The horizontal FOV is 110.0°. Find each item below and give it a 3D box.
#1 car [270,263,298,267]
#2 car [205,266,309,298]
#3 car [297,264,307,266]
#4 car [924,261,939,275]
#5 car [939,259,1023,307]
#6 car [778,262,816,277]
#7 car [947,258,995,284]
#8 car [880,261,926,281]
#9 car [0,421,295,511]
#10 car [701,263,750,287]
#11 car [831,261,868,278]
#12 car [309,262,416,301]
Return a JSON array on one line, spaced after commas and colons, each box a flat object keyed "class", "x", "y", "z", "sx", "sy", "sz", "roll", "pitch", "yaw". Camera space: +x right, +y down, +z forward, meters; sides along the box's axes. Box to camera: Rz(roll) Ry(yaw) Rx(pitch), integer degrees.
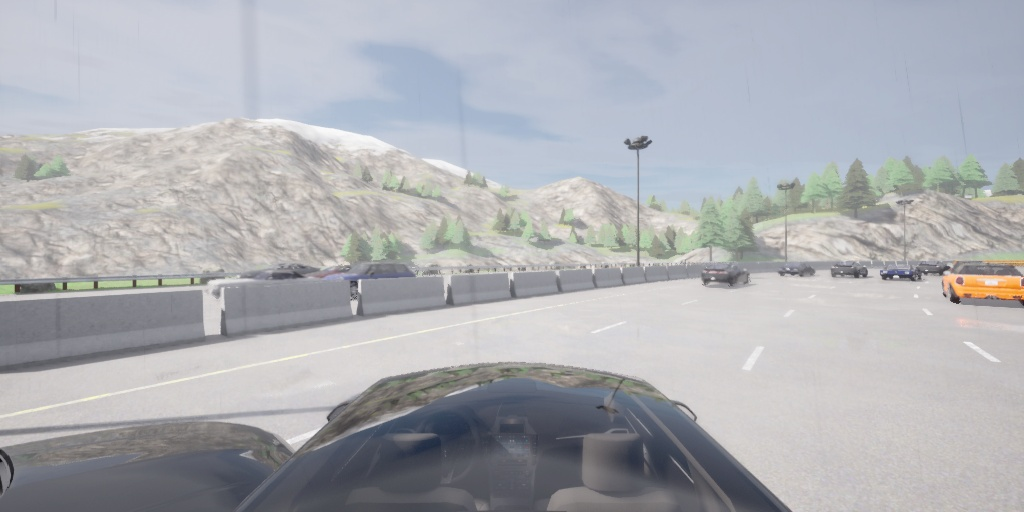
[{"class": "car", "x": -15.314, "y": 1.241, "z": 23.941, "sx": 2.128, "sy": 1.511, "sz": 4.902, "roll": 0, "pitch": 0, "yaw": 41}, {"class": "car", "x": -11.736, "y": 1.351, "z": 17.373, "sx": 1.895, "sy": 1.301, "sz": 4.718, "roll": 0, "pitch": 0, "yaw": 40}, {"class": "car", "x": -11.213, "y": 1.314, "z": 23.322, "sx": 1.994, "sy": 1.385, "sz": 4.181, "roll": 0, "pitch": 0, "yaw": 41}, {"class": "car", "x": 43.313, "y": 1.242, "z": 36.865, "sx": 4.902, "sy": 1.511, "sz": 2.128, "roll": 0, "pitch": 0, "yaw": -31}, {"class": "car", "x": 20.740, "y": 1.103, "z": 15.791, "sx": 4.553, "sy": 1.767, "sz": 2.097, "roll": 0, "pitch": 0, "yaw": -43}, {"class": "car", "x": 28.067, "y": 1.297, "z": 35.318, "sx": 5.357, "sy": 1.411, "sz": 2.033, "roll": 0, "pitch": 0, "yaw": -36}, {"class": "car", "x": 35.406, "y": 1.106, "z": 27.613, "sx": 4.553, "sy": 1.767, "sz": 2.097, "roll": -1, "pitch": 0, "yaw": -36}, {"class": "car", "x": 32.308, "y": 1.351, "z": 29.733, "sx": 4.718, "sy": 1.301, "sz": 1.895, "roll": 0, "pitch": 0, "yaw": -35}, {"class": "car", "x": -2.983, "y": 1.255, "z": 0.534, "sx": 4.892, "sy": 1.490, "sz": 1.837, "roll": 0, "pitch": 0, "yaw": -45}, {"class": "car", "x": 14.582, "y": 1.241, "z": 24.403, "sx": 4.902, "sy": 1.511, "sz": 2.128, "roll": 0, "pitch": 0, "yaw": -42}, {"class": "car", "x": 31.375, "y": 1.242, "z": 33.342, "sx": 4.902, "sy": 1.511, "sz": 2.128, "roll": 0, "pitch": 0, "yaw": -35}, {"class": "car", "x": -6.955, "y": 1.102, "z": 17.566, "sx": 2.097, "sy": 1.767, "sz": 4.553, "roll": 0, "pitch": 0, "yaw": 41}]
